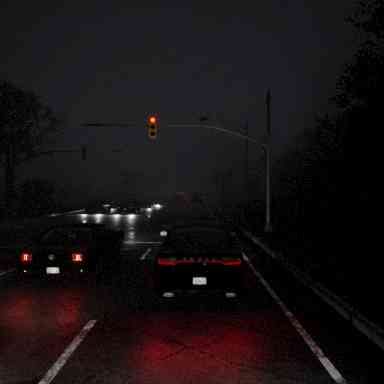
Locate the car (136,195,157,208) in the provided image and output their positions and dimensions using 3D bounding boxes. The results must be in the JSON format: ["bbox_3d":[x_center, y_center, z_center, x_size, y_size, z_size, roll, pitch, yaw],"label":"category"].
[{"bbox_3d":[-6.596,1.526,47.705,1.812,1.442,4.674,0,0,1],"label":"car"}]

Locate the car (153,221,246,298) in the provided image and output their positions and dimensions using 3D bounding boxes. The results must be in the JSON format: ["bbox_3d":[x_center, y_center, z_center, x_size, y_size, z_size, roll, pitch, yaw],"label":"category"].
[{"bbox_3d":[0.157,1.478,8.564,1.882,1.535,5.008,0,0,0],"label":"car"}]

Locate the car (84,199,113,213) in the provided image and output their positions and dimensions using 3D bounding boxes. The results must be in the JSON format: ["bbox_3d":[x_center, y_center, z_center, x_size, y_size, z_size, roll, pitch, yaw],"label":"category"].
[{"bbox_3d":[-10.235,1.505,36.416,1.837,1.490,4.892,0,0,1],"label":"car"}]

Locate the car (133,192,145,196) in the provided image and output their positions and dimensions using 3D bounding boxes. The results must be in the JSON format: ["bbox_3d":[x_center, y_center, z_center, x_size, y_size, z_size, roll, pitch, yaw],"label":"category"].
[{"bbox_3d":[-9.903,1.015,61.381,2.150,2.045,5.566,0,2,1],"label":"car"}]

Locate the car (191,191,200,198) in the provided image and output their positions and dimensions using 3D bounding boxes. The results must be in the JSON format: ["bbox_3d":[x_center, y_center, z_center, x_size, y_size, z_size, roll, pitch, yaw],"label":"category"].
[{"bbox_3d":[0.848,0.561,77.644,1.895,1.301,4.718,0,3,1],"label":"car"}]

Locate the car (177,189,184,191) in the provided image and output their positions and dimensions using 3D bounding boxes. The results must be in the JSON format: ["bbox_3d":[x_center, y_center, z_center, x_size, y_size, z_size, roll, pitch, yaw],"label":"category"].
[{"bbox_3d":[-2.656,0.173,77.289,2.097,1.767,4.553,0,3,1],"label":"car"}]

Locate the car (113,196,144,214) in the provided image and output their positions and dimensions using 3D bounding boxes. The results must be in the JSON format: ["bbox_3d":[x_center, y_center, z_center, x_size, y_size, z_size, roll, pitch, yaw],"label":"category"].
[{"bbox_3d":[-6.742,1.505,35.850,1.837,1.490,4.892,0,0,1],"label":"car"}]

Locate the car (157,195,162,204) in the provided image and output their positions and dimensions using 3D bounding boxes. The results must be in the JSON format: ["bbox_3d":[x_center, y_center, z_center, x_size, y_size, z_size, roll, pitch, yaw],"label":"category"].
[{"bbox_3d":[-6.434,1.333,60.040,2.128,1.511,4.902,0,2,1],"label":"car"}]

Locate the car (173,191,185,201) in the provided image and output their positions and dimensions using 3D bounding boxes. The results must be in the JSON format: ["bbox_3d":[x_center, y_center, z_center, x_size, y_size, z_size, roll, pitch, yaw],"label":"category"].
[{"bbox_3d":[-2.779,1.070,66.912,2.033,1.411,5.357,0,3,1],"label":"car"}]

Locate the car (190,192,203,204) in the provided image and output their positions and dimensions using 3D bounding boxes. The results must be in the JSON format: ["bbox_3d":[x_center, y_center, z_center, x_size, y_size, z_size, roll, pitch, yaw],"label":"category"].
[{"bbox_3d":[0.756,1.007,61.474,2.150,2.045,5.566,0,2,1],"label":"car"}]

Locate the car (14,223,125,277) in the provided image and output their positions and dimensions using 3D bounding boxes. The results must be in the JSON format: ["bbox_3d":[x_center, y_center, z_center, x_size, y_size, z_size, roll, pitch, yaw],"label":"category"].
[{"bbox_3d":[-3.368,1.601,10.241,1.895,1.301,4.718,0,0,-1],"label":"car"}]
